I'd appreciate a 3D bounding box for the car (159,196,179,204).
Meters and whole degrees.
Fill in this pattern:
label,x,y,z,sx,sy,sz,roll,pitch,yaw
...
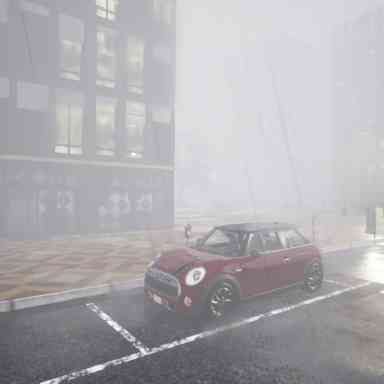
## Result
label,x,y,z,sx,sy,sz,roll,pitch,yaw
car,-5.206,1.724,74.652,2.192,1.841,5.009,1,-1,-35

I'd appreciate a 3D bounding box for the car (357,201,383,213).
label,x,y,z,sx,sy,sz,roll,pitch,yaw
car,21.047,1.730,37.653,1.947,1.339,4.313,1,-1,-35

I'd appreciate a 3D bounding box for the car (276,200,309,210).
label,x,y,z,sx,sy,sz,roll,pitch,yaw
car,14.483,1.807,46.902,1.802,1.307,4.206,1,-1,-35

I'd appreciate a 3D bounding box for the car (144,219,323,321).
label,x,y,z,sx,sy,sz,roll,pitch,yaw
car,0.990,1.442,7.261,4.097,1.590,1.967,0,1,-36

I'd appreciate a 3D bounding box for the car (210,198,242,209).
label,x,y,z,sx,sy,sz,roll,pitch,yaw
car,4.364,1.678,46.682,2.008,1.369,4.403,1,-1,-35

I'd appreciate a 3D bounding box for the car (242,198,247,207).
label,x,y,z,sx,sy,sz,roll,pitch,yaw
car,7.920,1.726,56.152,1.967,1.590,4.097,1,-1,-35

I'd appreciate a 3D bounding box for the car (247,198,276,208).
label,x,y,z,sx,sy,sz,roll,pitch,yaw
car,11.202,1.800,51.527,1.887,1.381,4.507,1,-1,-35

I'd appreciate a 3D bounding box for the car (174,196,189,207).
label,x,y,z,sx,sy,sz,roll,pitch,yaw
car,-2.199,1.733,55.931,1.887,1.381,4.507,1,-1,-35
